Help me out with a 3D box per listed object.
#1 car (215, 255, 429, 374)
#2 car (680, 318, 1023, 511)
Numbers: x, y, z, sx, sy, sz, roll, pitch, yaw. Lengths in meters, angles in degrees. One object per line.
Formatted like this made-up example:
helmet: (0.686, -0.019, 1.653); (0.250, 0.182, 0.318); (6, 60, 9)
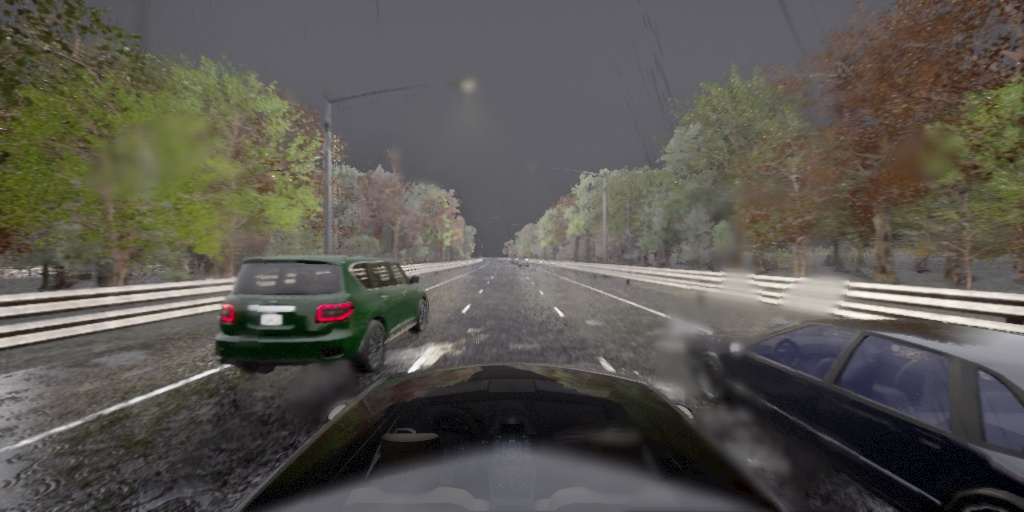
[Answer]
car: (-3.409, 1.003, 7.758); (2.150, 2.045, 5.566); (0, 0, 0)
car: (3.599, 1.302, 3.253); (2.033, 1.411, 5.357); (0, 0, 0)
